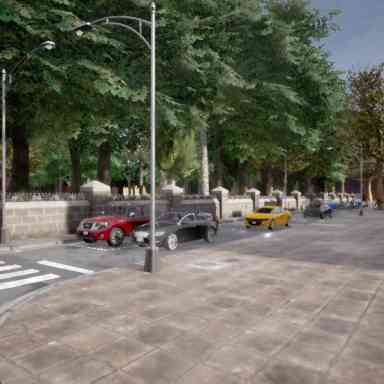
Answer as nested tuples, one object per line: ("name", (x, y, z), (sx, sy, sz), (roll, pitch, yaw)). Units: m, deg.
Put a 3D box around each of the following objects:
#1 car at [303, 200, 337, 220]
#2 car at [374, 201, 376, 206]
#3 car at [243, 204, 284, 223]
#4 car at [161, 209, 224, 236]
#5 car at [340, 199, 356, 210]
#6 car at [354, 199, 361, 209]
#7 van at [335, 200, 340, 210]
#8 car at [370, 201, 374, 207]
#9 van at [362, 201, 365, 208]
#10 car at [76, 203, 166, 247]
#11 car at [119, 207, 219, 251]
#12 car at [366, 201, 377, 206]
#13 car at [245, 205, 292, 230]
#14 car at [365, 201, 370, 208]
("car", (12.853, 1.910, 33.841), (1.882, 1.535, 5.008), (0, 0, 36))
("car", (41.276, 2.704, 77.678), (2.008, 1.369, 4.403), (-1, -1, 36))
("car", (6.405, 1.860, 29.286), (1.752, 1.417, 4.829), (-1, -1, 36))
("car", (0.133, 1.787, 20.582), (1.802, 1.307, 4.206), (-1, -1, 36))
("car", (25.622, 2.317, 55.946), (2.008, 1.369, 4.403), (-1, -1, 36))
("car", (28.808, 2.408, 60.365), (1.947, 1.339, 4.313), (-1, -1, 36))
("van", (19.249, 1.959, 47.109), (1.690, 1.788, 3.998), (-1, -1, 36))
("car", (38.367, 2.645, 73.626), (1.947, 1.339, 4.313), (-1, -1, 36))
("van", (31.994, 2.261, 64.790), (1.690, 1.788, 3.998), (-1, -1, 36))
("car", (-3.054, 1.457, 16.166), (2.192, 1.841, 5.009), (-1, -1, 36))
("car", (-0.630, 1.644, 15.170), (2.128, 1.511, 4.902), (0, -1, 36))
("car", (44.349, 2.814, 81.975), (1.802, 1.307, 4.206), (-1, -1, 36))
("car", (5.494, 1.754, 23.663), (1.882, 1.535, 5.008), (0, -1, 36))
("car", (35.081, 2.522, 69.069), (1.752, 1.417, 4.829), (-1, -1, 36))
